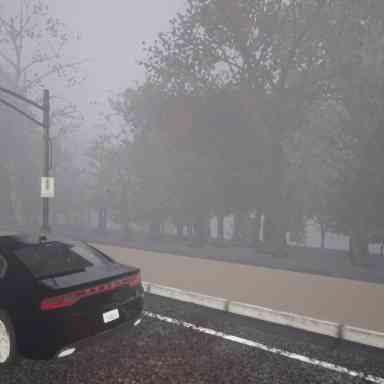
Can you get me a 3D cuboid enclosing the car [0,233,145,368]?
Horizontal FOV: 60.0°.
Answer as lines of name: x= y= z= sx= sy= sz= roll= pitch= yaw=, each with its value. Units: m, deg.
car: x=-3.051 y=1.477 z=5.855 sx=5.008 sy=1.535 sz=1.882 roll=0 pitch=0 yaw=37
